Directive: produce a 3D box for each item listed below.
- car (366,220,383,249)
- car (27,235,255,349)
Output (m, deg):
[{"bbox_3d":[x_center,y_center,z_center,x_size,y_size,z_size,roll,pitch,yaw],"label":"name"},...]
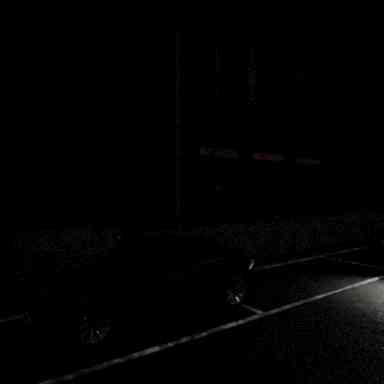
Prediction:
[{"bbox_3d":[8.475,1.461,12.814,4.507,1.381,1.887,0,1,-36],"label":"car"},{"bbox_3d":[-0.679,1.549,6.275,4.313,1.339,1.947,0,1,-36],"label":"car"}]
